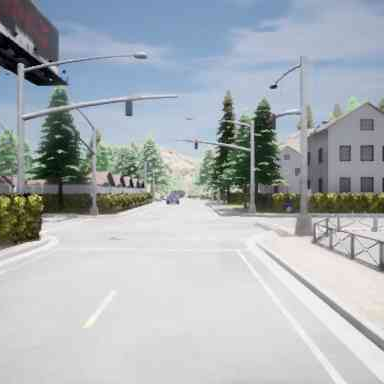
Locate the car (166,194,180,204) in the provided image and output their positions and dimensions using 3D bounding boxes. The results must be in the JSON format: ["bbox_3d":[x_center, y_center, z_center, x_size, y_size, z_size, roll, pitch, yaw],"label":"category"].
[{"bbox_3d":[-3.500,1.325,62.130,2.150,2.045,5.566,0,0,0],"label":"car"}]
